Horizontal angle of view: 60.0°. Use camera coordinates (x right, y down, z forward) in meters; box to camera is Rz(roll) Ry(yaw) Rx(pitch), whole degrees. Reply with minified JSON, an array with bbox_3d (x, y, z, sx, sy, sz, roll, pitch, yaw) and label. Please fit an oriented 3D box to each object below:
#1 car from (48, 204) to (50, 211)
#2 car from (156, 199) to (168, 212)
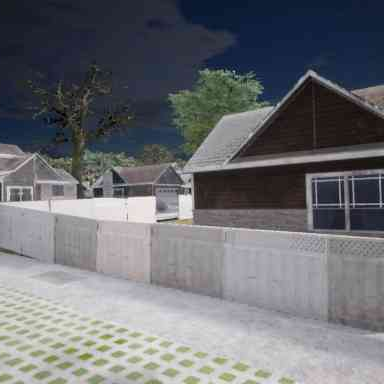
[{"bbox_3d":[-11.210,1.402,22.338,1.882,1.535,5.008,-3,-1,36],"label":"car"},{"bbox_3d":[-4.204,1.342,31.916,1.994,1.385,4.181,-3,-1,36],"label":"car"}]
